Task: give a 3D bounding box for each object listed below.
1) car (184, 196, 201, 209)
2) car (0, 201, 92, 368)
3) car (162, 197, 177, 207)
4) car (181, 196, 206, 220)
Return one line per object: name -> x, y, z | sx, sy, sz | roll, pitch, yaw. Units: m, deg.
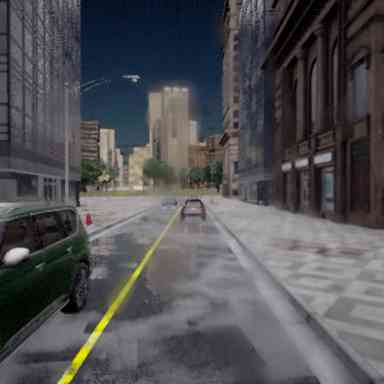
car -> 0.101, 1.307, 43.362 | 2.128, 1.511, 4.902 | 0, 0, 0
car -> -3.099, 1.201, 4.630 | 2.150, 2.045, 5.566 | 0, 0, 0
car -> -3.068, 1.365, 46.563 | 1.994, 1.385, 4.181 | 0, 0, 0
car -> 0.107, 1.315, 26.646 | 2.033, 1.649, 4.856 | 0, 0, 0
